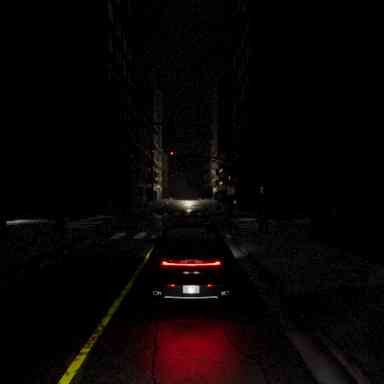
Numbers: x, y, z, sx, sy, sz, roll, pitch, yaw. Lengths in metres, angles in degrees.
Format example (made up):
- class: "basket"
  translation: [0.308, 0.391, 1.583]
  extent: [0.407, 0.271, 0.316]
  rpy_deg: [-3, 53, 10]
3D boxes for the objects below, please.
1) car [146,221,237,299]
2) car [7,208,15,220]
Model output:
- class: "car"
  translation: [-0.016, 1.507, 8.412]
  extent: [1.837, 1.490, 4.892]
  rpy_deg: [0, 0, 0]
- class: "car"
  translation: [-15.216, 1.385, 24.094]
  extent: [4.181, 1.385, 1.994]
  rpy_deg: [1, 0, -1]
